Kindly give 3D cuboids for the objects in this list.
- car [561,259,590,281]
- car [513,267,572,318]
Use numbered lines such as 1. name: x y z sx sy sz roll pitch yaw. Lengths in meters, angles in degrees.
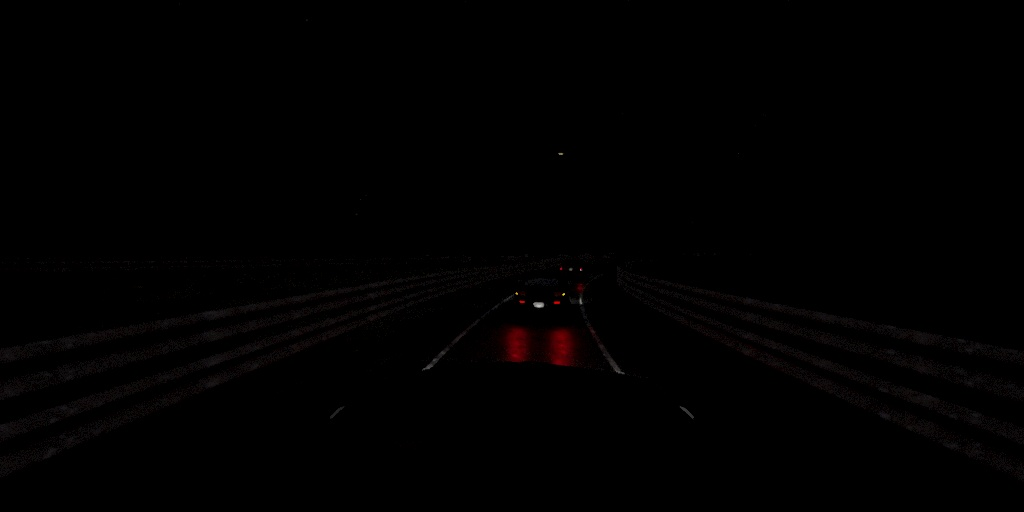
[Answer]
1. car: 5.305 1.077 30.206 2.097 1.767 4.553 1 1 18
2. car: 1.153 1.300 13.076 1.812 1.442 4.674 0 0 8
